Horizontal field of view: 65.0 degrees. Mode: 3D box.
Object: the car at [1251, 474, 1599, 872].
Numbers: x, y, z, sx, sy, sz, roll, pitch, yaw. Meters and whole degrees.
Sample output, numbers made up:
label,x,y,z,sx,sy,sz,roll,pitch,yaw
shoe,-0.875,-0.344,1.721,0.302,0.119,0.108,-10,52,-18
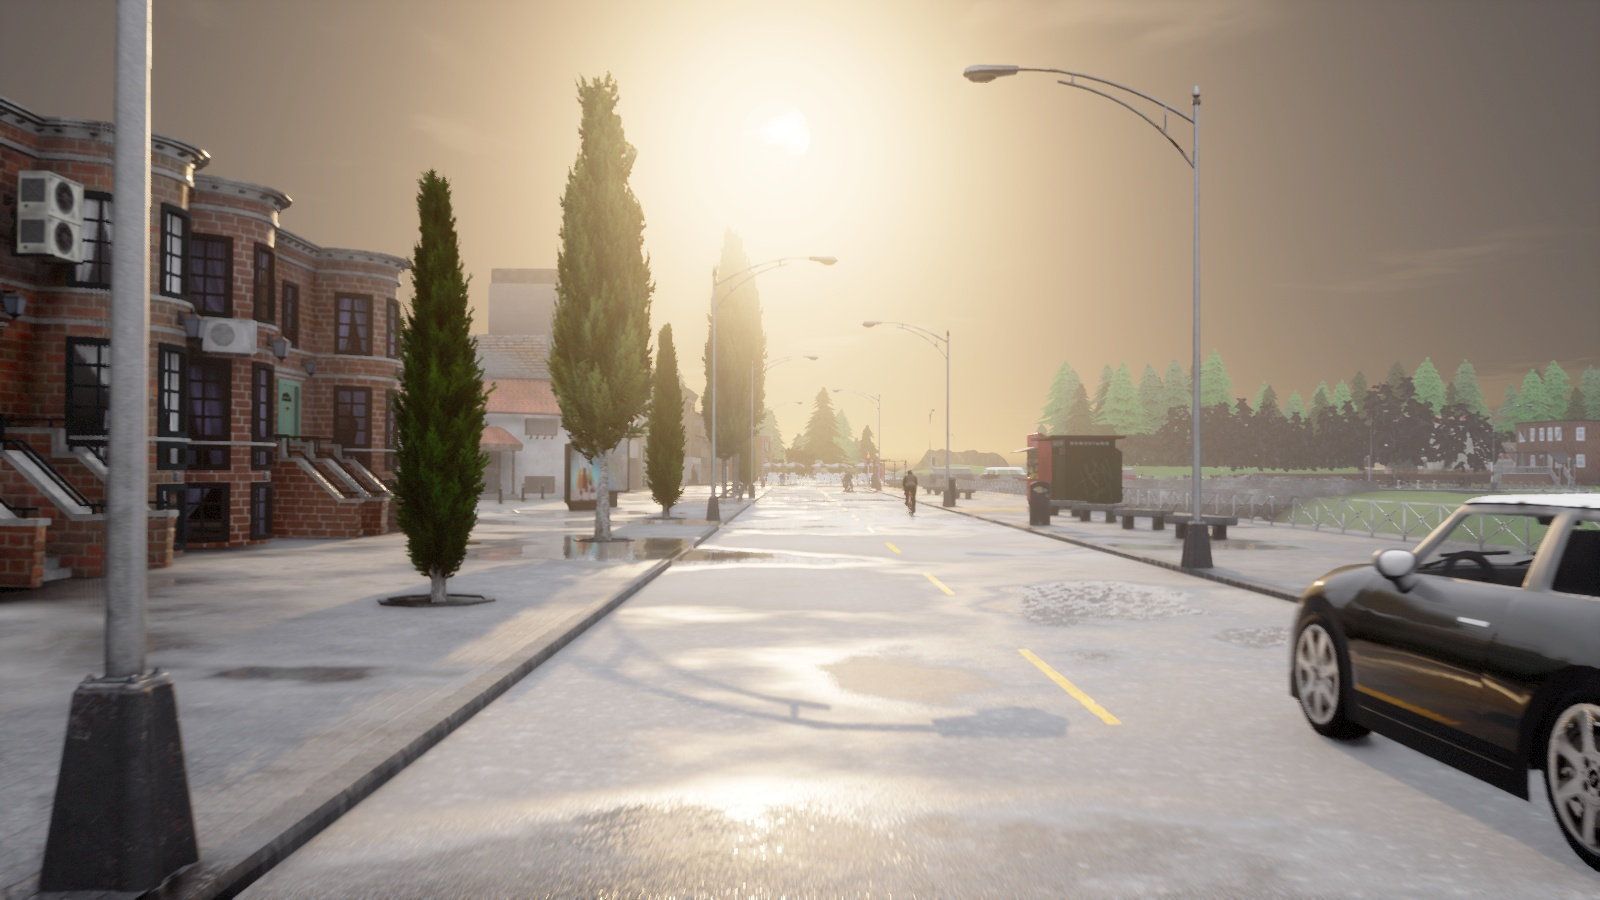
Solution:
label,x,y,z,sx,sy,sz,roll,pitch,yaw
car,3.982,0.871,6.410,1.970,1.475,3.806,0,-1,0
